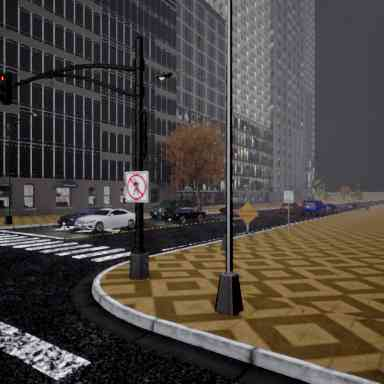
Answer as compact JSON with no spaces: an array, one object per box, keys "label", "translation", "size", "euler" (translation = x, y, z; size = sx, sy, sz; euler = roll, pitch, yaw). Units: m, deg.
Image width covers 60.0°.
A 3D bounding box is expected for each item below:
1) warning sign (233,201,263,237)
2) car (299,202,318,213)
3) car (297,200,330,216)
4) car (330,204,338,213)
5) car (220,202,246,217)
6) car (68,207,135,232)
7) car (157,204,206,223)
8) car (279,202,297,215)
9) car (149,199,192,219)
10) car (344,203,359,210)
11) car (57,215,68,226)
[{"label":"warning sign","translation":[3.115,1.454,18.570],"size":[1.300,1.860,1.060],"euler":[1,1,33]},{"label":"car","translation":[19.194,2.507,54.728],"size":[1.882,1.535,5.008],"euler":[0,-1,33]},{"label":"car","translation":[16.168,2.066,43.994],"size":[2.150,2.045,5.566],"euler":[0,-1,35]},{"label":"car","translation":[21.923,2.558,52.964],"size":[1.812,1.442,4.674],"euler":[0,-1,33]},{"label":"car","translation":[5.679,2.027,39.963],"size":[2.097,1.767,4.553],"euler":[0,-1,33]},{"label":"car","translation":[-5.649,1.827,22.484],"size":[1.812,1.442,4.674],"euler":[0,-1,33]},{"label":"car","translation":[-0.694,2.066,30.121],"size":[1.895,1.301,4.718],"euler":[0,-1,33]},{"label":"car","translation":[13.848,2.206,46.362],"size":[2.097,1.767,4.553],"euler":[0,-1,33]},{"label":"car","translation":[-1.978,1.731,34.117],"size":[2.150,2.045,5.566],"euler":[0,-1,33]},{"label":"car","translation":[31.516,2.837,65.715],"size":[1.812,1.442,4.674],"euler":[0,-1,33]},{"label":"car","translation":[-7.525,1.873,25.536],"size":[2.033,1.411,5.357],"euler":[0,-1,33]}]
